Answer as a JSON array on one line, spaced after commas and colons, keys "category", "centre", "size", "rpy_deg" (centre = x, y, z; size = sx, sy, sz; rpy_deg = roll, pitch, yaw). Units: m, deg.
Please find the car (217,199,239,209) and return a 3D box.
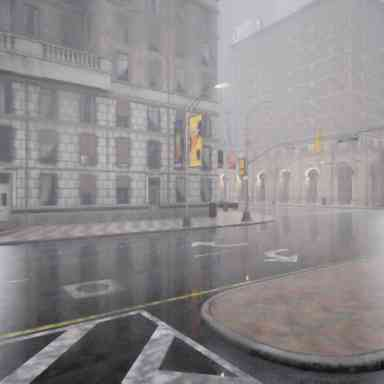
[{"category": "car", "centre": [4.027, 1.601, 43.907], "size": [1.895, 1.301, 4.718], "rpy_deg": [0, 0, -36]}]
